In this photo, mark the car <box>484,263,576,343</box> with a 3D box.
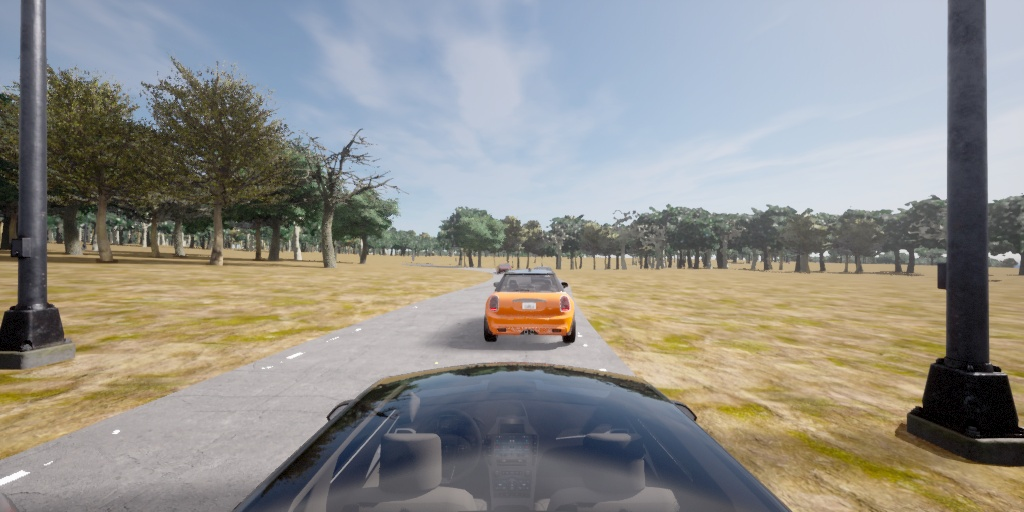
[{"bbox_3d":[0.520,1.130,9.991,2.097,1.767,4.553,0,0,4],"label":"car"}]

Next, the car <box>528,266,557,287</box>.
[{"bbox_3d":[2.430,1.529,28.206,2.033,1.411,5.357,0,-1,5],"label":"car"}]

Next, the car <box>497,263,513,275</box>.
[{"bbox_3d":[-1.024,1.771,50.368,1.882,1.535,5.008,0,-1,-7],"label":"car"}]
